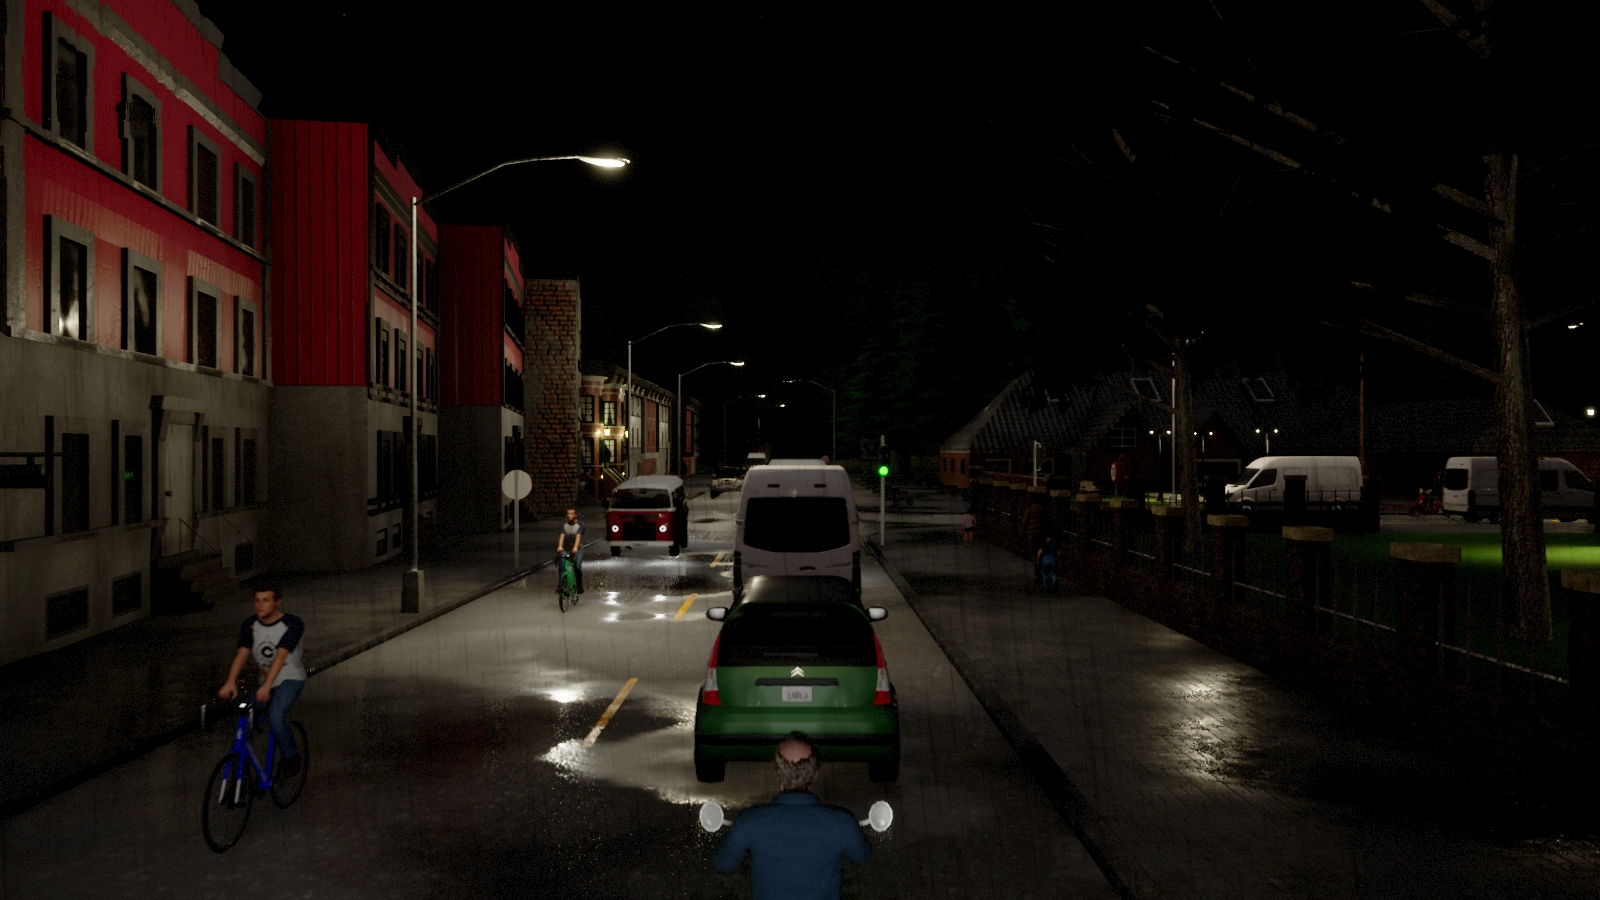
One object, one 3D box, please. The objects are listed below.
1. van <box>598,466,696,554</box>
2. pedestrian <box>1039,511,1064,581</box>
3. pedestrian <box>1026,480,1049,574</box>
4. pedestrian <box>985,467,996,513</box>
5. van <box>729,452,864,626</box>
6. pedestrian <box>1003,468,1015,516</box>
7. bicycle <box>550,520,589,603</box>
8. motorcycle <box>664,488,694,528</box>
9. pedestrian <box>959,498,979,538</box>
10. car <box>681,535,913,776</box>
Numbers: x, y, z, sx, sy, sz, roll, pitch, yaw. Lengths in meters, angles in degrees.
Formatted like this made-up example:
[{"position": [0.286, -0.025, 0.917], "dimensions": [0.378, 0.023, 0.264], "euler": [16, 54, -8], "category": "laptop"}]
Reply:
[{"position": [-4.075, 1.555, 31.141], "dimensions": [2.069, 2.038, 4.480], "euler": [0, 2, 0], "category": "van"}, {"position": [4.753, 1.810, 21.605], "dimensions": [0.375, 1.300, 0.375], "euler": [0, 0, 0], "category": "pedestrian"}, {"position": [4.737, 1.530, 22.802], "dimensions": [0.375, 1.860, 0.375], "euler": [0, 0, -1], "category": "pedestrian"}, {"position": [7.785, 1.638, 46.636], "dimensions": [0.375, 1.860, 0.375], "euler": [0, 0, -5], "category": "pedestrian"}, {"position": [-0.063, 1.319, 19.817], "dimensions": [1.988, 2.561, 5.915], "euler": [0, 0, 0], "category": "van"}, {"position": [8.193, 1.638, 44.775], "dimensions": [0.375, 1.860, 0.375], "euler": [0, 0, -2], "category": "pedestrian"}, {"position": [-4.051, 1.940, 20.142], "dimensions": [0.373, 1.296, 1.643], "euler": [0, 0, 0], "category": "bicycle"}, {"position": [-4.105, 1.957, 38.968], "dimensions": [0.764, 1.277, 2.356], "euler": [0, 0, 0], "category": "motorcycle"}, {"position": [4.748, 1.911, 32.139], "dimensions": [0.500, 1.100, 0.500], "euler": [0, 0, 0], "category": "pedestrian"}, {"position": [-0.030, 1.782, 11.091], "dimensions": [1.851, 1.617, 3.988], "euler": [0, 0, 0], "category": "car"}]
